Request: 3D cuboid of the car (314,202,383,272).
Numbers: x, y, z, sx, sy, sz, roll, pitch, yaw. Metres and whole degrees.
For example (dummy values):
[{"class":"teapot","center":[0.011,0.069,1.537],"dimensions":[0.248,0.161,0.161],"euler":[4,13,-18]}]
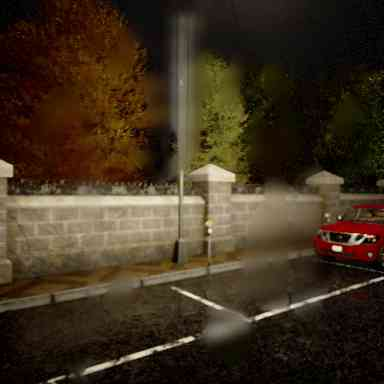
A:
[{"class":"car","center":[6.201,1.298,10.971],"dimensions":[5.009,1.841,2.192],"euler":[0,1,-35]}]
